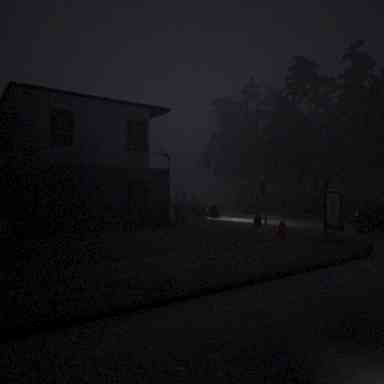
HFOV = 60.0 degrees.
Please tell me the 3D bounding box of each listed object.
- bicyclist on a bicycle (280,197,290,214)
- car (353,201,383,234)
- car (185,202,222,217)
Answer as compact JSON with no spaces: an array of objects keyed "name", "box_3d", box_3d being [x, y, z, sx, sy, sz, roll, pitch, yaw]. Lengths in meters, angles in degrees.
[{"name":"bicyclist on a bicycle","box_3d":[9.320,1.345,33.312,1.656,1.620,0.582,0,0,-36]},{"name":"car","box_3d":[10.763,1.349,16.865,2.097,1.767,4.553,0,0,-36]},{"name":"car","box_3d":[0.648,1.598,31.000,1.895,1.301,4.718,0,0,-36]}]
